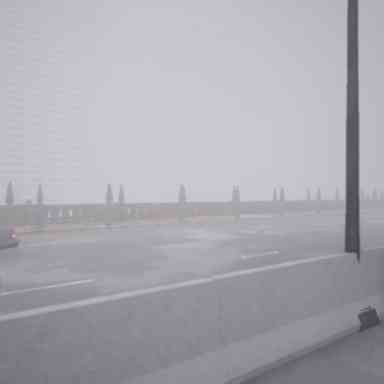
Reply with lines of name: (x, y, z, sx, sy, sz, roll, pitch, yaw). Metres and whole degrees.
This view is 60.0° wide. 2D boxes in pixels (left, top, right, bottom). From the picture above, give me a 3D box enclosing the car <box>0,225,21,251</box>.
car: (-8.597, 1.545, 10.758, 5.357, 1.411, 2.033, 0, 0, -36)
